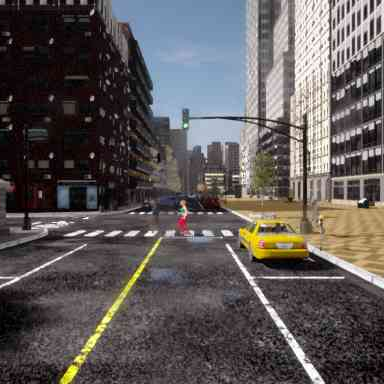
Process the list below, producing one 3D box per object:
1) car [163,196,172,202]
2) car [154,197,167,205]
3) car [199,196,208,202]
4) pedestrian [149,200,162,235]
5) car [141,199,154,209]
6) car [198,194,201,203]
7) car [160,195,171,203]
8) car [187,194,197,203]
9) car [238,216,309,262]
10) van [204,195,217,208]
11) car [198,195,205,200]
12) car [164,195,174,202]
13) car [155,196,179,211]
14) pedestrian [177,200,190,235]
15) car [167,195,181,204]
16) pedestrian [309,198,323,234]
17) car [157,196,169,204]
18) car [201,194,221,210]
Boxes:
[{"bbox_3d":[-5.706,1.655,77.350,1.802,1.307,4.206,0,0,0],"label":"car"},{"bbox_3d":[-5.703,1.594,60.769,2.008,1.369,4.403,0,0,0],"label":"car"},{"bbox_3d":[2.674,1.618,77.351,1.887,1.381,4.507,0,0,0],"label":"car"},{"bbox_3d":[-1.924,1.312,17.658,0.375,1.860,0.375,0,0,0],"label":"pedestrian"},{"bbox_3d":[-5.700,1.571,44.190,2.008,1.369,4.403,0,0,0],"label":"car"},{"bbox_3d":[2.675,1.367,66.297,2.192,1.841,5.009,0,0,0],"label":"car"},{"bbox_3d":[-5.706,1.503,71.823,1.967,1.590,4.097,0,0,0],"label":"car"},{"bbox_3d":[-0.012,1.618,73.383,1.994,1.385,4.181,0,0,0],"label":"car"},{"bbox_3d":[2.684,1.526,11.948,1.752,1.417,4.829,0,0,0],"label":"car"},{"bbox_3d":[2.677,1.368,49.717,1.690,1.788,3.998,0,0,0],"label":"van"},{"bbox_3d":[2.672,1.633,94.101,1.752,1.417,4.829,0,0,0],"label":"car"},{"bbox_3d":[-5.708,1.524,82.876,1.967,1.590,4.097,0,0,0],"label":"car"},{"bbox_3d":[-3.104,1.566,41.892,2.033,1.411,5.357,0,0,0],"label":"car"},{"bbox_3d":[-0.428,1.305,17.119,0.375,1.860,0.375,0,0,0],"label":"pedestrian"},{"bbox_3d":[-3.094,1.507,52.078,1.882,1.535,5.008,0,0,0],"label":"car"},{"bbox_3d":[6.093,1.144,16.459,0.375,1.860,0.375,0,0,0],"label":"pedestrian"},{"bbox_3d":[-5.704,1.597,66.295,1.887,1.381,4.507,0,0,0],"label":"car"},{"bbox_3d":[2.678,1.336,44.192,2.192,1.841,5.009,0,0,0],"label":"car"}]
